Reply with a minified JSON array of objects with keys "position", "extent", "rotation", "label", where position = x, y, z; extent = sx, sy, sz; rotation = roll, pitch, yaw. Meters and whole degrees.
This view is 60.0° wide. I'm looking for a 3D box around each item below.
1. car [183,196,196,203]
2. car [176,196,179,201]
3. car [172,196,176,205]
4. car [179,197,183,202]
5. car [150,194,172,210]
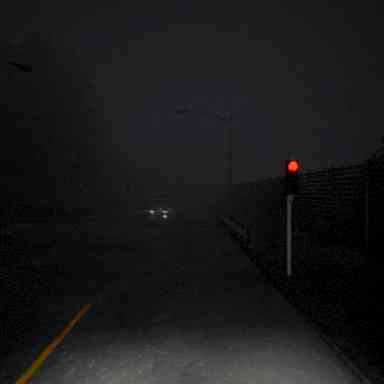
[{"position":[-0.345,1.505,67.908],"extent":[1.837,1.490,4.892],"rotation":[0,0,-5],"label":"car"},{"position":[-4.230,1.526,68.267],"extent":[1.812,1.442,4.674],"rotation":[0,0,-5],"label":"car"},{"position":[-4.247,1.352,54.117],"extent":[2.097,1.767,4.553],"rotation":[0,0,0],"label":"car"},{"position":[-4.295,1.540,77.394],"extent":[5.357,1.411,2.033],"rotation":[0,0,40],"label":"car"},{"position":[-4.229,1.221,43.984],"extent":[2.150,2.045,5.566],"rotation":[0,0,0],"label":"car"}]
